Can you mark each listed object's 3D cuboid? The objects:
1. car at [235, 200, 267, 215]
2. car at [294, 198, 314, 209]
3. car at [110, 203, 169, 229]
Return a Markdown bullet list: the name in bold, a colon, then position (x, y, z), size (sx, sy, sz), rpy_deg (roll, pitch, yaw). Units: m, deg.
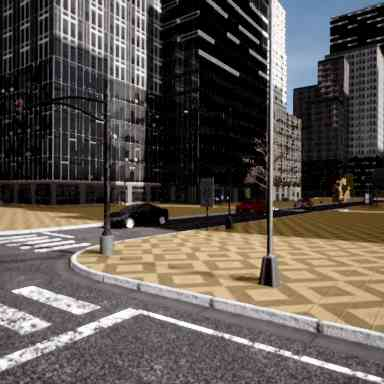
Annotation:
- **car**: position (6.509, 1.619, 36.205), size (1.882, 1.535, 5.008), rpy_deg (1, 0, 37)
- **car**: position (16.843, 1.662, 49.913), size (1.812, 1.442, 4.674), rpy_deg (1, 0, 37)
- **car**: position (-3.664, 1.542, 22.567), size (1.882, 1.535, 5.008), rpy_deg (1, 0, 36)
